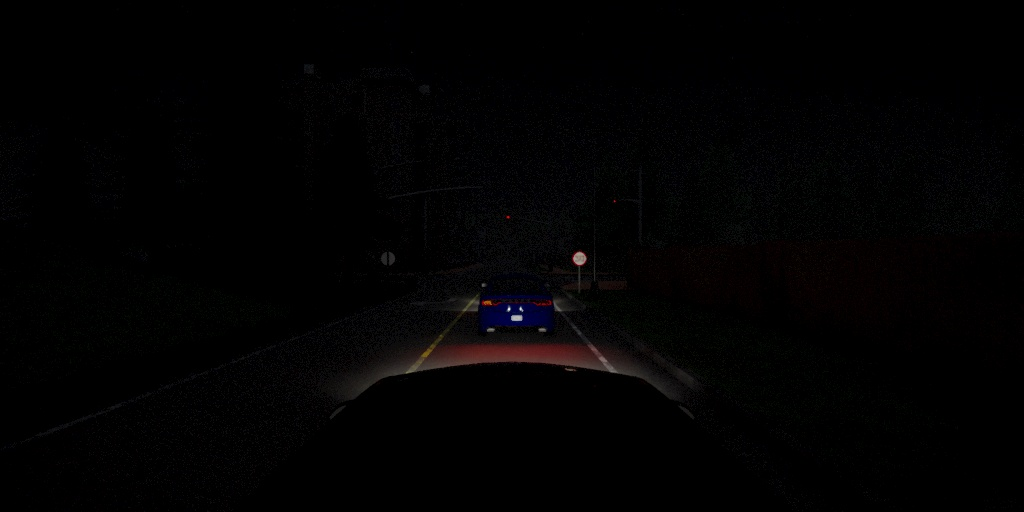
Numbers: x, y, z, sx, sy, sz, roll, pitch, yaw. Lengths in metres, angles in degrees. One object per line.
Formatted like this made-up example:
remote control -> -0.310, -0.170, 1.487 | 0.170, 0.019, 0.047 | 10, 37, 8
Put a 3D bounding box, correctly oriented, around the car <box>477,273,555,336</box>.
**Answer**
car -> 0.100, 1.228, 10.438 | 1.882, 1.535, 5.008 | 0, 0, 0
